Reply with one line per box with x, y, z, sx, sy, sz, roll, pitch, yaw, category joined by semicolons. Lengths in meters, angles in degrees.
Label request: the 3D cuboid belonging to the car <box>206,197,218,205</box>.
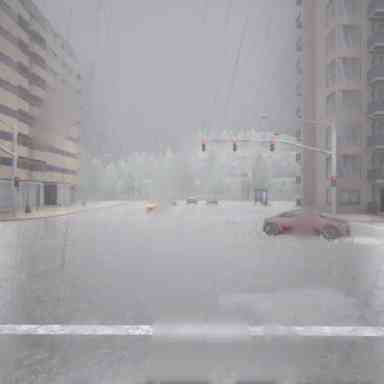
3.603;1.547;59.488;2.033;1.411;5.357;0;0;2;car

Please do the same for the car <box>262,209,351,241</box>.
5.673;1.564;16.737;4.181;1.385;1.994;0;0;27;car

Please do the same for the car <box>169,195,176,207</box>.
-3.600;1.352;51.647;2.097;1.767;4.553;0;0;0;car

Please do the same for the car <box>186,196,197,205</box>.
-0.031;1.526;60.129;1.812;1.442;4.674;0;0;0;car

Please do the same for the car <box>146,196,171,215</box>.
-3.618;1.478;34.698;1.882;1.535;5.008;0;0;0;car
